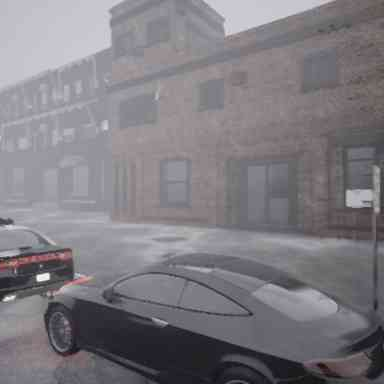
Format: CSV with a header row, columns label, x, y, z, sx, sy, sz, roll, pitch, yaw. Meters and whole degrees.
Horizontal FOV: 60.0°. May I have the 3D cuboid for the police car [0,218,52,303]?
label,x,y,z,sx,sy,sz,roll,pitch,yaw
police car,-4.981,1.462,8.021,5.238,1.638,1.930,0,0,36

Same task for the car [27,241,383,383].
label,x,y,z,sx,sy,sz,roll,pitch,yaw
car,-0.052,1.559,4.409,4.674,1.442,1.812,0,0,36
